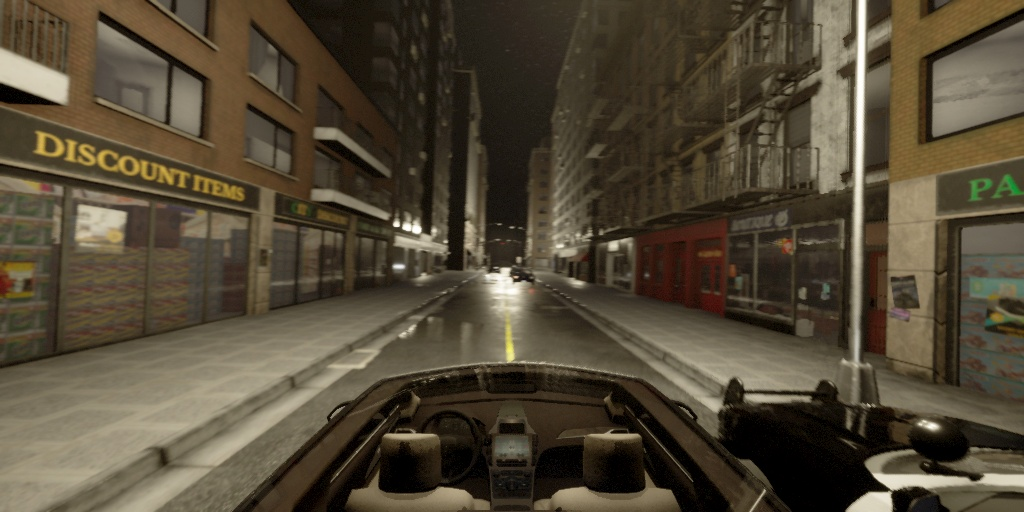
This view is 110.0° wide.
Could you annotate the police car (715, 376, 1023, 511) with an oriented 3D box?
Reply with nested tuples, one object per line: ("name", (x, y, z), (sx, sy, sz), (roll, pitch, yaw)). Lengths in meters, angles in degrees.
("police car", (2.479, 1.254, 0.828), (1.930, 1.638, 5.238), (2, -1, -1))

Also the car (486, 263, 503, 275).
("car", (-2.347, 1.758, 48.029), (1.837, 1.490, 4.892), (2, -1, -1))

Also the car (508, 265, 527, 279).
("car", (0.589, 1.844, 42.071), (1.994, 1.385, 4.181), (2, -1, -1))

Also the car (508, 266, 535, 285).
("car", (0.890, 1.741, 30.428), (1.895, 1.301, 4.718), (2, -1, -1))
